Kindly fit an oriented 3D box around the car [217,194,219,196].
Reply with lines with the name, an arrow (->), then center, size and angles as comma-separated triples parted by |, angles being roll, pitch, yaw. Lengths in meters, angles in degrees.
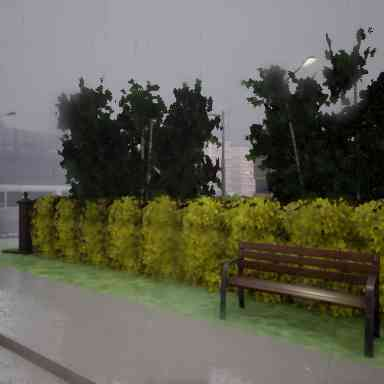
car -> 4.680, 0.867, 65.213 | 1.895, 1.301, 4.718 | 0, 1, 36
